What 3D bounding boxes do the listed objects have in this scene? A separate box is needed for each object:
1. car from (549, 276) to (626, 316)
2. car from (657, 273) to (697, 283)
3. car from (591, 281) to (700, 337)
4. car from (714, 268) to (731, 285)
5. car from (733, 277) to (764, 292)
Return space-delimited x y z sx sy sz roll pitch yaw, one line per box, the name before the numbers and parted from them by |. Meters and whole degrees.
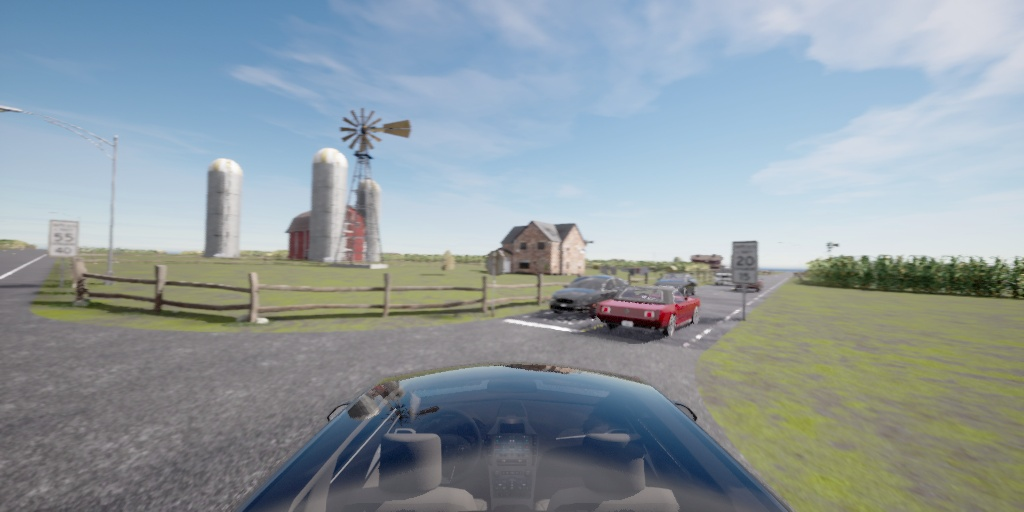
car | 3.370 1.559 14.527 1.837 1.490 4.892 1 -1 39
car | 11.041 1.928 24.092 2.128 1.511 4.902 1 -1 39
car | 4.570 1.633 11.502 1.895 1.301 4.718 1 -1 39
car | 25.033 2.368 41.450 2.150 2.045 5.566 1 -2 39
car | 21.165 2.386 32.032 1.812 1.442 4.674 1 -1 39
